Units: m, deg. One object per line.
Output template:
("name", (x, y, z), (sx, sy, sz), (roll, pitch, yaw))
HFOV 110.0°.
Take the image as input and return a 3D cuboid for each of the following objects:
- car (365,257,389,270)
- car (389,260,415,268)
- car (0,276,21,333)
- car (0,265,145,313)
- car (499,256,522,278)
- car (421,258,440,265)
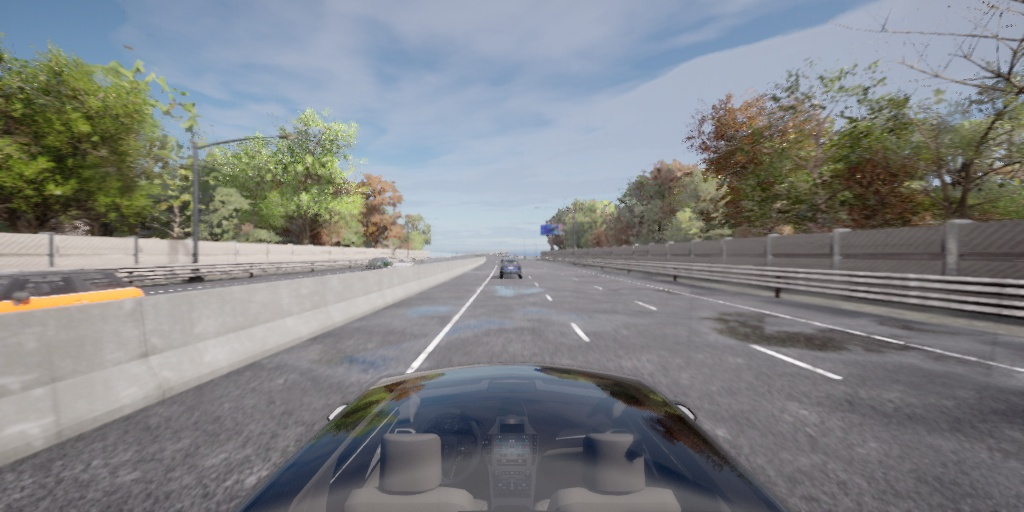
("car", (-18.080, 0.927, 48.557), (2.097, 1.767, 4.553), (0, 0, -1))
("car", (-14.572, 1.168, 48.521), (1.895, 1.301, 4.718), (0, 0, -1))
("car", (-14.103, 1.282, 7.296), (1.812, 1.442, 4.674), (0, 0, 0))
("car", (-10.604, 1.100, 7.466), (2.097, 1.767, 4.553), (0, 0, 0))
("car", (-0.120, 1.041, 32.153), (2.033, 1.649, 4.856), (0, 0, -1))
("car", (-11.089, 1.047, 48.946), (2.128, 1.511, 4.902), (0, 0, -1))
